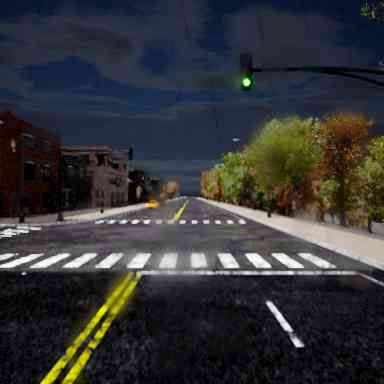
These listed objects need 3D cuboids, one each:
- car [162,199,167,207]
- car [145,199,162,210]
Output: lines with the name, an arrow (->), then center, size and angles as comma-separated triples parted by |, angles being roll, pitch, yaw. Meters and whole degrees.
car -> -6.654, 2.438, 73.656 | 1.837, 1.490, 4.892 | 0, -1, 0
car -> -6.596, 2.230, 55.637 | 1.882, 1.535, 5.008 | 0, 0, 0
